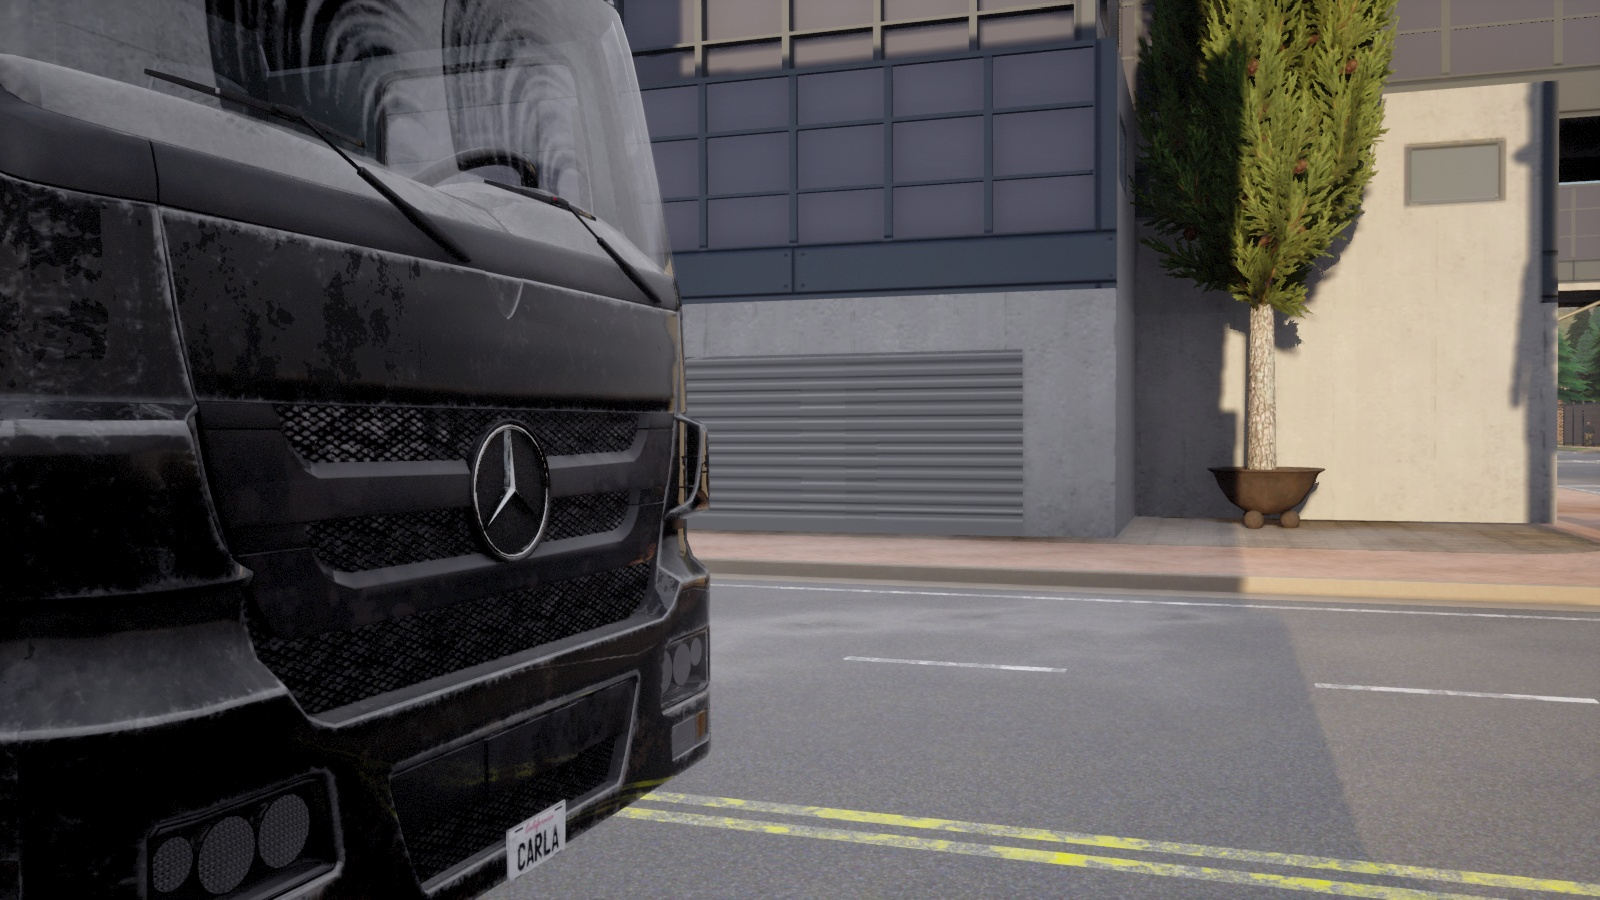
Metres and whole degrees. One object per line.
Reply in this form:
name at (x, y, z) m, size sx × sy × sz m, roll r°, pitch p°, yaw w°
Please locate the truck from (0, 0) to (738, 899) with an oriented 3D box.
truck at (-4.464, -0.248, 4.736) m, size 7.936 × 3.462 × 2.891 m, roll 1°, pitch 1°, yaw 20°
